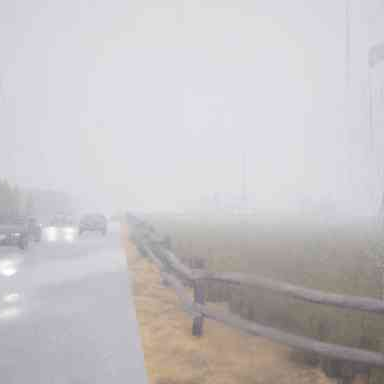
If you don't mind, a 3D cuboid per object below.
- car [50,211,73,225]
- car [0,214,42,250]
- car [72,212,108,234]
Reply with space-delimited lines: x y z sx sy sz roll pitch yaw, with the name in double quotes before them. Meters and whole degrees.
"car" -12.209 2.452 31.800 1.895 1.301 4.718 2 -2 -13
"car" -8.698 1.868 16.234 2.128 1.511 4.902 2 -2 -13
"car" -7.183 2.248 24.280 2.033 1.411 5.357 2 -2 -13
